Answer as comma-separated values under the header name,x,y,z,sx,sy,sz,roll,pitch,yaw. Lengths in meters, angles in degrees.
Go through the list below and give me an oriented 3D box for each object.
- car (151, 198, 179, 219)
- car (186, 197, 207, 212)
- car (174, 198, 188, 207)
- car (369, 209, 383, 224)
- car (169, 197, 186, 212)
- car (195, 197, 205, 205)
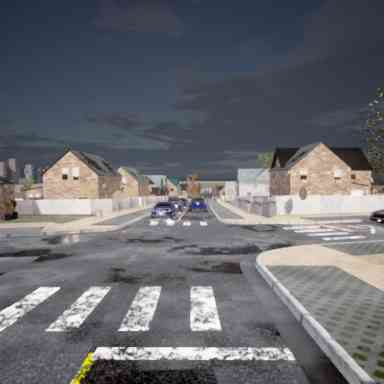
name,x,y,z,sx,sy,sz,roll,pitch,yaw
car,-2.501,1.558,30.014,1.812,1.442,4.674,0,0,2
car,0.728,1.426,40.533,2.097,1.767,4.553,0,0,2
car,-1.747,1.673,54.554,1.812,1.442,4.674,0,0,3
car,14.181,1.367,21.434,5.357,1.411,2.033,-1,2,-17
car,-2.226,1.421,40.232,2.097,1.767,4.553,0,0,2
car,1.619,1.761,66.423,1.812,1.442,4.674,0,0,3
